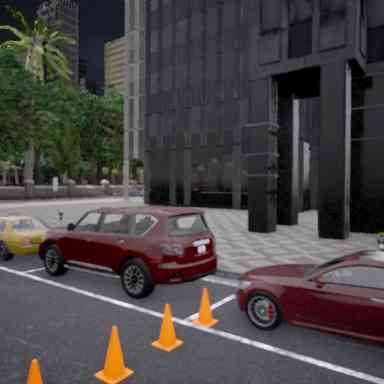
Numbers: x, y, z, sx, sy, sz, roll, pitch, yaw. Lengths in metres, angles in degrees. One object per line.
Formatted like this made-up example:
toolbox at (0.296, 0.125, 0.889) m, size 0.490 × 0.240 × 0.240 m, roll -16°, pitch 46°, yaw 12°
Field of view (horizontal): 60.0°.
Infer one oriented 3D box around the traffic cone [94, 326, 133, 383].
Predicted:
traffic cone at (-0.946, 1.925, 4.041) m, size 0.340 × 0.580 × 0.340 m, roll 1°, pitch 0°, yaw 36°

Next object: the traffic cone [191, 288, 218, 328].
traffic cone at (0.221, 1.926, 5.665) m, size 0.340 × 0.580 × 0.340 m, roll 1°, pitch 0°, yaw 36°

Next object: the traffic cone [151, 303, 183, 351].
traffic cone at (-0.362, 1.925, 4.853) m, size 0.340 × 0.580 × 0.340 m, roll 1°, pitch 0°, yaw 36°

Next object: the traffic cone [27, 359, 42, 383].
traffic cone at (-1.530, 1.924, 3.229) m, size 0.340 × 0.580 × 0.340 m, roll 1°, pitch 0°, yaw 36°

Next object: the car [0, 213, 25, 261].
car at (-6.332, 1.404, 11.655) m, size 4.829 × 1.417 × 1.752 m, roll 1°, pitch 0°, yaw 36°

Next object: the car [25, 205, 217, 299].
car at (-1.737, 1.253, 8.352) m, size 5.009 × 1.841 × 2.192 m, roll 1°, pitch 0°, yaw 36°

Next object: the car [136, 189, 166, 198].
car at (-7.154, 0.208, 58.619) m, size 2.033 × 1.411 × 5.357 m, roll 1°, pitch 2°, yaw 36°

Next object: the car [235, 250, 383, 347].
car at (2.715, 1.577, 5.150) m, size 4.206 × 1.307 × 1.802 m, roll 1°, pitch 0°, yaw 36°

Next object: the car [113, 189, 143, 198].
car at (-11.470, 0.189, 57.921) m, size 2.128 × 1.511 × 4.902 m, roll 1°, pitch 2°, yaw 36°
